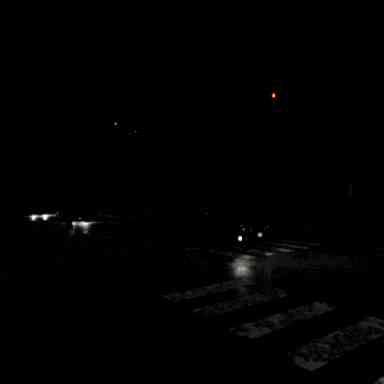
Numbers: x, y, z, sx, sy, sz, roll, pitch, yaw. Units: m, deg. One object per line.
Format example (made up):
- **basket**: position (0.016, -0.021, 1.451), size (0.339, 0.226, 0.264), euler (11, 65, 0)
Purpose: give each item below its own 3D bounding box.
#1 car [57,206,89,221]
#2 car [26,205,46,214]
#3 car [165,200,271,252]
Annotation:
- **car**: position (-11.845, 2.106, 32.753), size (2.033, 1.411, 5.357), euler (0, -1, -35)
- **car**: position (-22.385, 2.542, 47.760), size (1.895, 1.301, 4.718), euler (0, -1, -35)
- **car**: position (0.925, 1.404, 15.384), size (2.150, 2.045, 5.566), euler (0, -1, -40)
